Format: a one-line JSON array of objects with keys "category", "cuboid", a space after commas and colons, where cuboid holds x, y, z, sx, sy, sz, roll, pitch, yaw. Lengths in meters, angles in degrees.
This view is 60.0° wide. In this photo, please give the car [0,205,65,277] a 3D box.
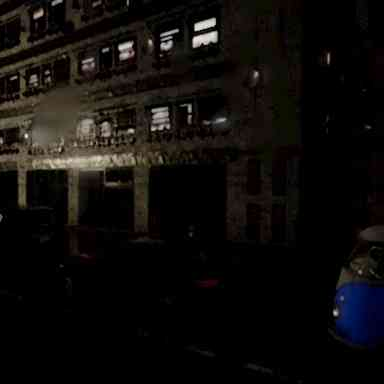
[{"category": "car", "cuboid": [-5.799, 1.309, 9.841, 5.009, 1.841, 2.192, 0, 1, 32]}]

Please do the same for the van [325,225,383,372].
[{"category": "van", "cuboid": [3.769, 1.341, 3.777, 3.998, 1.788, 1.690, 0, 1, 32]}]

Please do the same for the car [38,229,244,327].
[{"category": "car", "cuboid": [-1.013, 1.579, 6.812, 4.206, 1.307, 1.802, 0, 1, 32]}]
